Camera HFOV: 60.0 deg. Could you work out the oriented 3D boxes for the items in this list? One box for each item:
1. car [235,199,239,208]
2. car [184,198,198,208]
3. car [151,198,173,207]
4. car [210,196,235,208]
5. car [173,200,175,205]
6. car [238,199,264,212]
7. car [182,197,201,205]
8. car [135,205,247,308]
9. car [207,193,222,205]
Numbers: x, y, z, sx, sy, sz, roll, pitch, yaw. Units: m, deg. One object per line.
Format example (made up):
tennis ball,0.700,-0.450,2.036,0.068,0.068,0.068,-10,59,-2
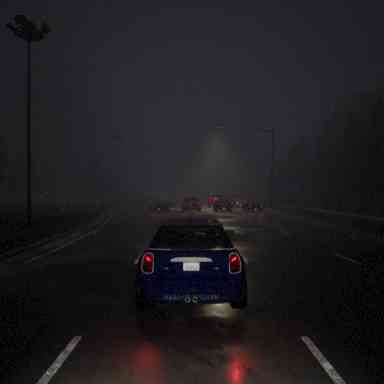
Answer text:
car,6.896,1.596,48.380,1.895,1.301,4.718,0,0,0
car,-0.104,1.596,48.382,1.895,1.301,4.718,0,0,0
car,-3.583,1.597,38.326,1.895,1.301,4.718,0,0,0
car,3.418,1.501,37.894,1.837,1.490,4.892,0,0,0
car,-3.604,1.559,48.379,1.994,1.385,4.181,0,0,0
car,6.917,1.597,38.348,1.895,1.301,4.718,0,0,0
car,-0.083,1.348,38.273,2.097,1.767,4.553,0,0,0
car,-0.018,1.351,8.062,2.097,1.767,4.553,0,0,0
car,3.396,1.217,48.359,2.150,2.045,5.566,0,0,0
